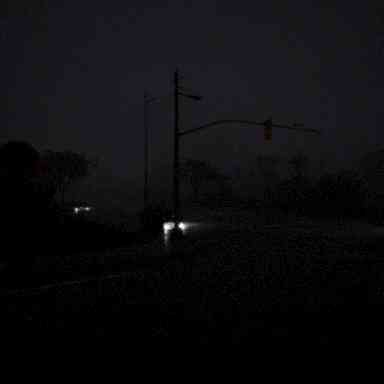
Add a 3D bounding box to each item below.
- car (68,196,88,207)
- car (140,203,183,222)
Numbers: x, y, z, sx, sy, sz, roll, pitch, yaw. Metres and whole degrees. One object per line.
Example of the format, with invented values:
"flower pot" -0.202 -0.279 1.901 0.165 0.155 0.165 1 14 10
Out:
"car" -16.029 1.260 46.814 1.882 1.535 5.008 0 1 -32
"car" -2.373 1.517 25.106 1.994 1.385 4.181 0 0 -32
